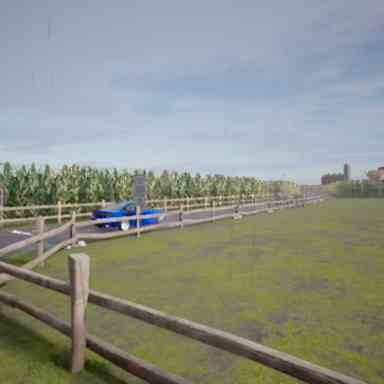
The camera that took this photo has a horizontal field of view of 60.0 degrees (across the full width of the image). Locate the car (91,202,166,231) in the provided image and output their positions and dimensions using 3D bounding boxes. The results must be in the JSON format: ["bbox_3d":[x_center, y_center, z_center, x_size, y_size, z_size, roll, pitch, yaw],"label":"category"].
[{"bbox_3d":[-3.533,1.300,19.439,1.882,1.535,5.008,1,1,34],"label":"car"}]

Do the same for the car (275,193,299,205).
[{"bbox_3d":[12.839,0.992,45.743,1.837,1.490,4.892,1,1,30],"label":"car"}]

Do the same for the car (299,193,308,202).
[{"bbox_3d":[17.772,0.873,54.641,1.837,1.490,4.892,1,1,28],"label":"car"}]
